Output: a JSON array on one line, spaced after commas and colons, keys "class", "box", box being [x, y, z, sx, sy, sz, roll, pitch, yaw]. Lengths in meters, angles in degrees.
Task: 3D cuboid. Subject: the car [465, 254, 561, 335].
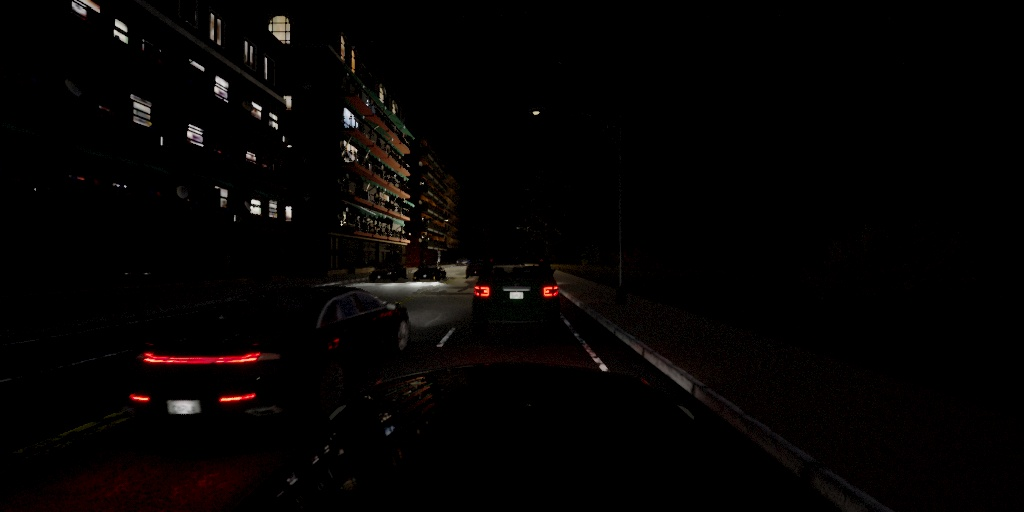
[{"class": "car", "box": [0.116, 0.973, 10.687, 2.150, 2.045, 5.566, 0, 0, 0]}]

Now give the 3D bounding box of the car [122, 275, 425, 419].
[{"class": "car", "box": [-3.143, 1.241, 5.867, 2.128, 1.511, 4.902, 0, 0, 0]}]

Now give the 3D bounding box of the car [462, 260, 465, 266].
[{"class": "car", "box": [-3.072, 1.230, 33.021, 1.882, 1.535, 5.008, 0, 0, 0]}]

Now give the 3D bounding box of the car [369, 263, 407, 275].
[{"class": "car", "box": [-9.770, 1.278, 28.670, 1.812, 1.442, 4.674, 0, 0, 0]}]

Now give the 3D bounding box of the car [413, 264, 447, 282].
[{"class": "car", "box": [-6.534, 1.316, 28.827, 1.994, 1.385, 4.181, 0, 0, 0]}]
